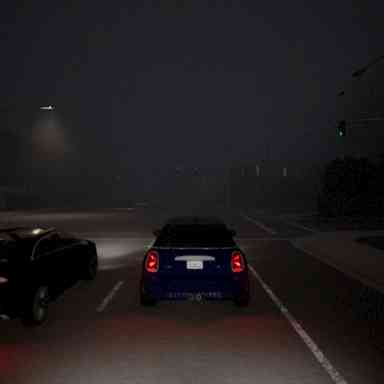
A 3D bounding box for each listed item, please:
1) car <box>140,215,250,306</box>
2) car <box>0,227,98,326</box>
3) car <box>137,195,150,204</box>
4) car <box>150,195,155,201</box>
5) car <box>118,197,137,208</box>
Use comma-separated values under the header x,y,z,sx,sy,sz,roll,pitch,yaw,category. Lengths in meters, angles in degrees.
x,y,z,sx,sy,sz,roll,pitch,yaw,category
0.060,1.354,8.195,2.097,1.767,4.553,0,0,0,car
-3.445,1.494,7.056,2.128,1.511,4.902,0,0,0,car
-10.612,1.514,69.922,2.097,1.767,4.553,0,1,0,car
-10.638,1.487,85.726,1.882,1.535,5.008,0,0,0,car
-10.665,1.847,54.363,1.812,1.442,4.674,0,0,0,car
